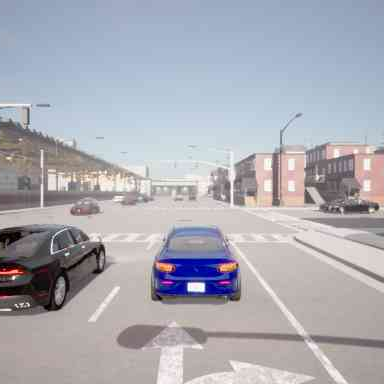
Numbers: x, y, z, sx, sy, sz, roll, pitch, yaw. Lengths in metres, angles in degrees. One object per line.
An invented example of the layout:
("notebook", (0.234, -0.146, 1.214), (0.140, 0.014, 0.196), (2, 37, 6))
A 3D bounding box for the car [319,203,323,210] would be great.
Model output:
("car", (17.082, 1.505, 38.028), (4.892, 1.490, 1.837), (0, 0, 0))

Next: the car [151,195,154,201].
("car", (-10.366, 1.537, 81.561), (2.033, 1.411, 5.357), (0, 0, 0))

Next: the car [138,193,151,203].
("car", (-10.387, 1.221, 68.785), (2.150, 2.045, 5.566), (0, 0, 0))

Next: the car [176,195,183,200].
("car", (-3.349, 1.524, 92.129), (1.812, 1.442, 4.674), (0, 0, 0))

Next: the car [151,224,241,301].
("car", (0.091, 1.526, 8.219), (1.812, 1.442, 4.674), (0, 0, 0))

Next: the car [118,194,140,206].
("car", (-10.497, 1.477, 55.569), (1.882, 1.535, 5.008), (0, 0, 0))

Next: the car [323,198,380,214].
("car", (16.779, 1.491, 34.521), (4.902, 1.511, 2.128), (0, 0, 0))

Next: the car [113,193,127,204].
("car", (-13.914, 1.224, 65.442), (2.150, 2.045, 5.566), (0, 0, 0))

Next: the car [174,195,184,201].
("car", (-3.366, 1.595, 82.083), (1.895, 1.301, 4.718), (0, 0, 0))

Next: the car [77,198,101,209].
("car", (-14.023, 1.525, 45.509), (1.812, 1.442, 4.674), (0, 0, 0))

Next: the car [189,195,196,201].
("car", (0.134, 1.500, 81.583), (1.837, 1.490, 4.892), (0, 0, 0))

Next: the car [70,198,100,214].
("car", (-10.547, 1.564, 32.984), (1.994, 1.385, 4.181), (0, 0, 0))

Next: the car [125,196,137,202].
("car", (-13.876, 1.552, 75.924), (1.994, 1.385, 4.181), (0, 0, 0))

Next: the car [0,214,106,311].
("car", (-3.416, 1.505, 7.761), (1.837, 1.490, 4.892), (0, 0, 0))
